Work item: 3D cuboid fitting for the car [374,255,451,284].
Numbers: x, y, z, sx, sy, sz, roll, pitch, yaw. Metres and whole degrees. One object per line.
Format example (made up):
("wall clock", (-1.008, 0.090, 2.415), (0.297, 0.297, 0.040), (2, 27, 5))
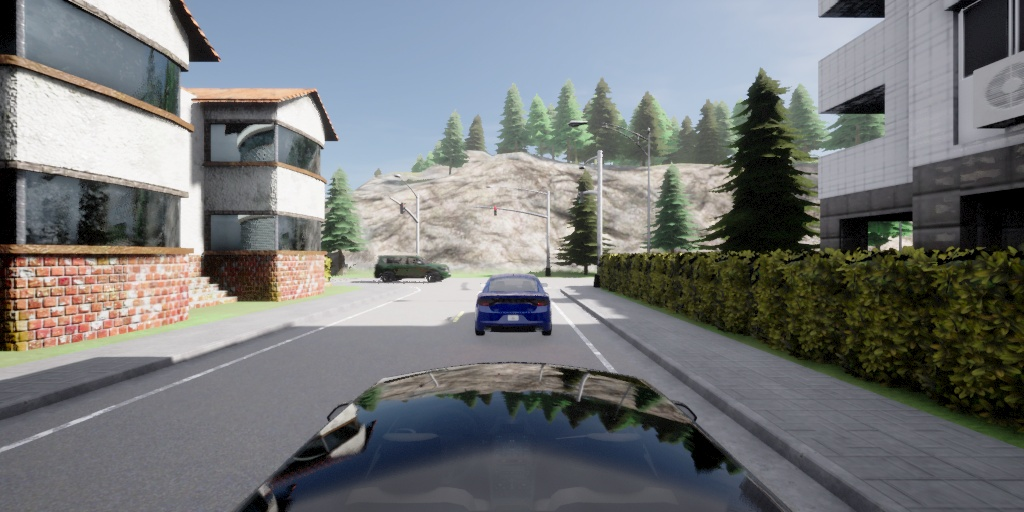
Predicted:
("car", (-7.464, 0.973, 26.979), (5.566, 2.045, 2.150), (0, 0, 1))

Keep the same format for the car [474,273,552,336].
("car", (0.047, 1.228, 10.459), (1.882, 1.535, 5.008), (0, 0, 0))
